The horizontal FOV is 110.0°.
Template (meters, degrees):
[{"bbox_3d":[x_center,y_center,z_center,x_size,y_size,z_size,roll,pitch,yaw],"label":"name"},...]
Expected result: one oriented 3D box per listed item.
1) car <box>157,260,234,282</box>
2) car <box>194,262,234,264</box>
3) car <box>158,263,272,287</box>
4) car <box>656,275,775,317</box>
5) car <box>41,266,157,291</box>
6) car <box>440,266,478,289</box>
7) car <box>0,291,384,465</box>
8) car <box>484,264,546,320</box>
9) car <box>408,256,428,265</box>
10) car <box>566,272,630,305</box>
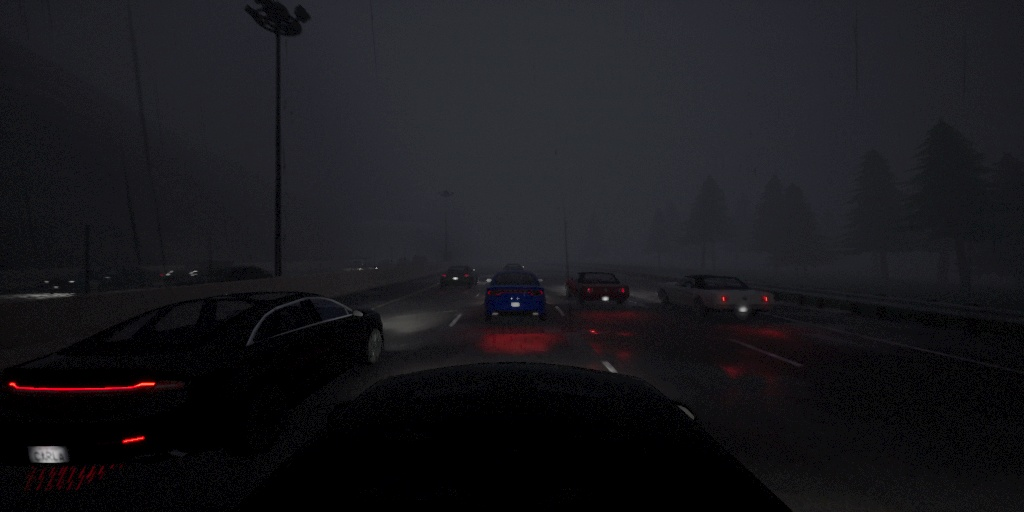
[{"bbox_3d":[-21.101,1.103,24.781,2.097,1.767,4.553,0,0,0],"label":"car"},{"bbox_3d":[-17.599,1.276,23.169,1.812,1.442,4.674,0,0,0],"label":"car"},{"bbox_3d":[-14.101,1.255,17.757,1.837,1.490,4.892,0,0,0],"label":"car"},{"bbox_3d":[7.100,1.351,13.232,1.895,1.301,4.718,0,0,0],"label":"car"},{"bbox_3d":[-24.600,1.298,22.002,2.033,1.411,5.357,0,0,0],"label":"car"},{"bbox_3d":[-3.399,1.314,23.506,1.994,1.385,4.181,0,0,0],"label":"car"},{"bbox_3d":[-3.399,1.242,5.056,2.128,1.511,4.902,0,0,0],"label":"car"},{"bbox_3d":[0.100,1.228,12.677,1.882,1.535,5.008,0,0,0],"label":"car"},{"bbox_3d":[-15.135,0.971,59.042,2.150,2.045,5.566,0,0,-5],"label":"car"},{"bbox_3d":[3.599,1.351,16.026,1.895,1.301,4.718,0,0,0],"label":"car"}]
